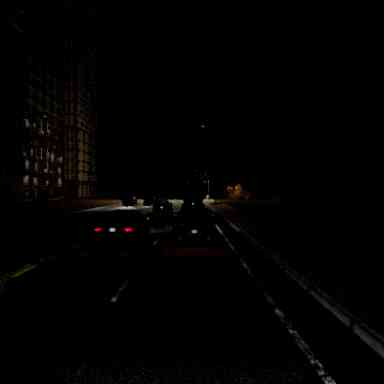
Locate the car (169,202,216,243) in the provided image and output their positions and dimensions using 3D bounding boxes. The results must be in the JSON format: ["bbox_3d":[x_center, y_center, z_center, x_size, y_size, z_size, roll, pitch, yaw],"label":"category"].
[{"bbox_3d":[0.101,1.479,16.254,1.882,1.535,5.008,0,0,0],"label":"car"}]

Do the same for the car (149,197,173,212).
[{"bbox_3d":[-3.149,1.567,36.551,1.994,1.385,4.181,0,0,0],"label":"car"}]

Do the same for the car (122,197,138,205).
[{"bbox_3d":[-9.823,1.495,52.702,2.128,1.511,4.902,0,0,0],"label":"car"}]

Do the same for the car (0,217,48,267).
[{"bbox_3d":[-6.600,1.565,11.278,1.994,1.385,4.181,0,0,0],"label":"car"}]

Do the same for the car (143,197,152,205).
[{"bbox_3d":[-6.574,1.551,52.731,2.033,1.411,5.357,0,0,0],"label":"car"}]

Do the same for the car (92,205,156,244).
[{"bbox_3d":[-3.149,1.549,15.666,2.033,1.411,5.357,0,0,0],"label":"car"}]

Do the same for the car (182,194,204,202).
[{"bbox_3d":[0.101,1.225,34.917,2.150,2.045,5.566,0,0,0],"label":"car"}]
